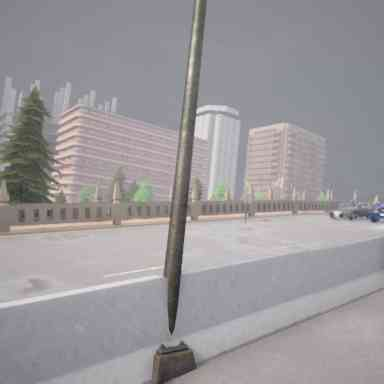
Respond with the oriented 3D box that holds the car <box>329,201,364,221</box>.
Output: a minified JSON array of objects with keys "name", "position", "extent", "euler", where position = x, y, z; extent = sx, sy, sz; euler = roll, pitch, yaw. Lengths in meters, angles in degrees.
[{"name":"car","position":[13.411,1.555,27.860],"extent":[4.902,1.511,2.128],"euler":[0,0,-38]}]

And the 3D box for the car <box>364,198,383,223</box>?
[{"name":"car","position":[15.600,1.283,25.130],"extent":[5.566,2.045,2.150],"euler":[0,0,-38]}]
